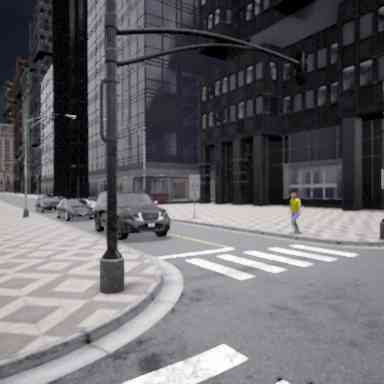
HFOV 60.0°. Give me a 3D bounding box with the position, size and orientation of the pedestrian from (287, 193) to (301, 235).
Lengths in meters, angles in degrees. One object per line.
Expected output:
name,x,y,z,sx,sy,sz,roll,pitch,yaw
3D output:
pedestrian,4.516,0.885,14.437,0.375,1.860,0.375,0,0,-33

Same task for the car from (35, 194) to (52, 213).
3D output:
car,-14.343,1.239,33.133,2.033,1.411,5.357,0,0,-33

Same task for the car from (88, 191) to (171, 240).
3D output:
car,-3.056,0.983,15.906,2.150,2.045,5.566,0,0,-31

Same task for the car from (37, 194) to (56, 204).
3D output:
car,-22.640,1.064,51.628,1.837,1.490,4.892,0,1,-33

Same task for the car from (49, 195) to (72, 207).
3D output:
car,-17.195,1.185,43.303,1.994,1.385,4.181,0,1,-33

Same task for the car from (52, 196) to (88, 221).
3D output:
car,-8.592,1.235,24.347,1.837,1.490,4.892,0,0,-33
